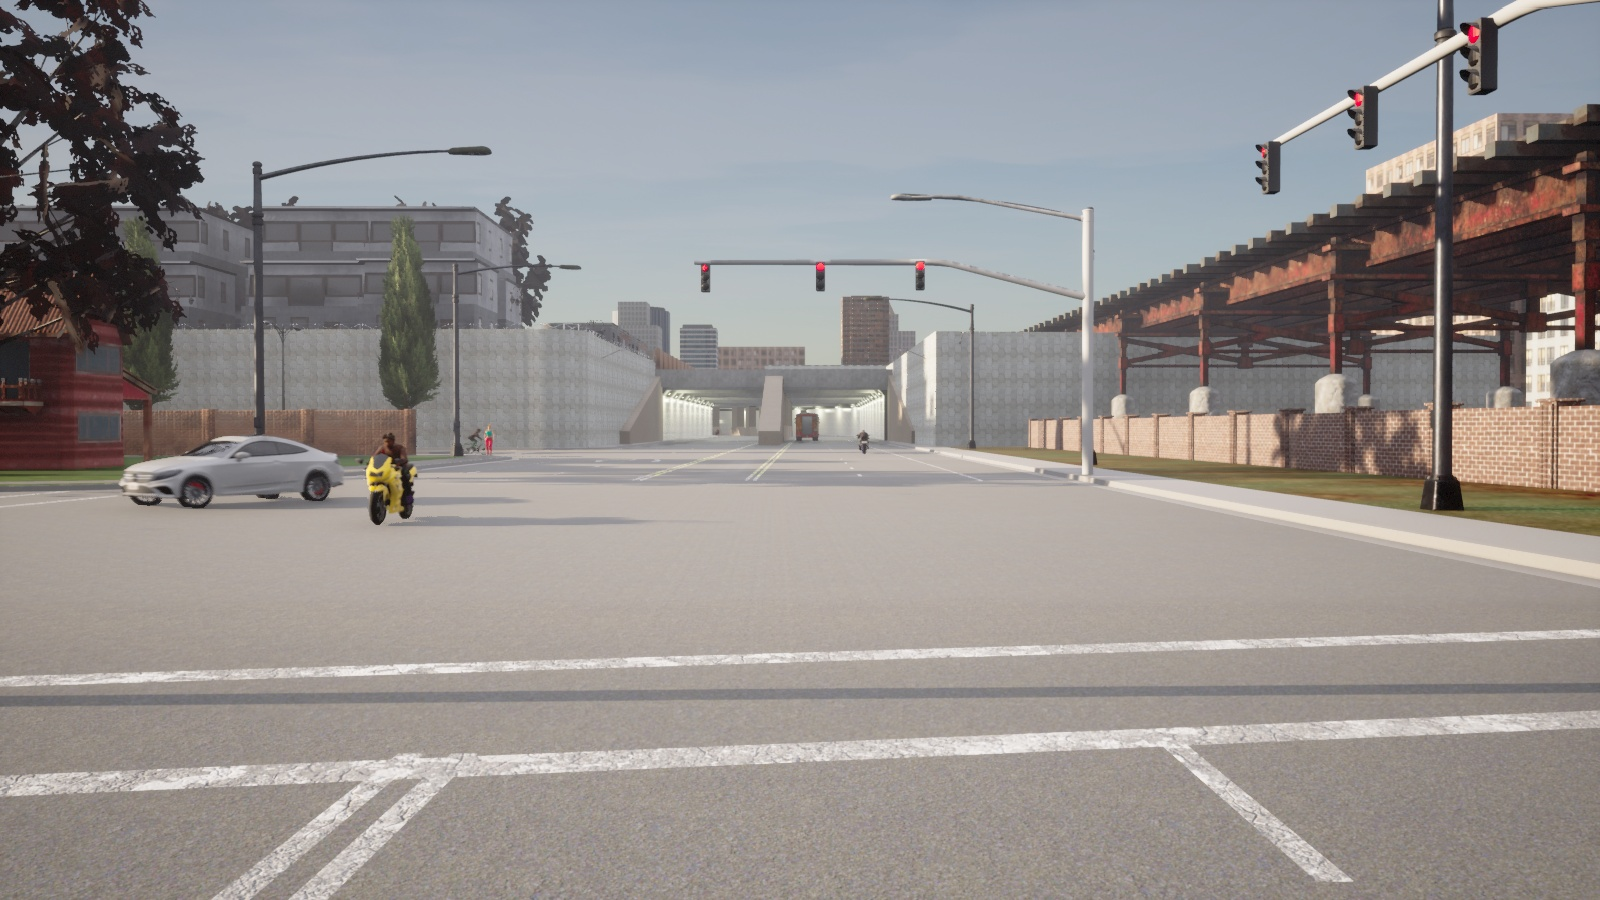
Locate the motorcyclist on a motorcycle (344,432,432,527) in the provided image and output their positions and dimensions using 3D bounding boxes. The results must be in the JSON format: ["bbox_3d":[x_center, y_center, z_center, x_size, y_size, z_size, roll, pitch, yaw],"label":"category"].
[{"bbox_3d":[-6.867,0.455,21.037,0.797,1.523,2.044,0,1,0],"label":"motorcyclist on a motorcycle"}]

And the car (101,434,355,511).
[{"bbox_3d":[-11.990,0.404,26.658,1.812,1.442,4.674,1,1,32],"label":"car"}]

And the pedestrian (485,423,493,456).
[{"bbox_3d":[-17.353,-0.587,70.071,0.345,1.836,0.594,0,1,-10],"label":"pedestrian"}]
